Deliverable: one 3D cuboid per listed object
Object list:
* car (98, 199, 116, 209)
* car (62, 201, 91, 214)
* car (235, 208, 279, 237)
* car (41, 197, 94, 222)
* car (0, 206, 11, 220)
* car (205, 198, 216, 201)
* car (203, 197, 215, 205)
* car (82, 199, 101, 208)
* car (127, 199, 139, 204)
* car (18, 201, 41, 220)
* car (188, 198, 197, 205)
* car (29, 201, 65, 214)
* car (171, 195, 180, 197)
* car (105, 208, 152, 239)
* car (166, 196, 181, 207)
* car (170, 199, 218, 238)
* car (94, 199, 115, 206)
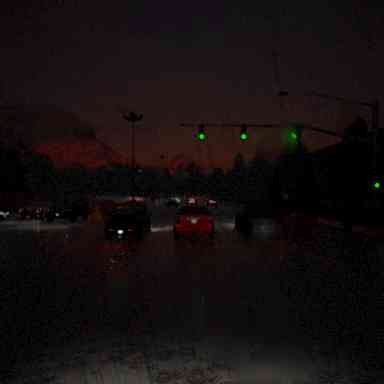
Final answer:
[{"bbox_3d":[-14.023,1.934,55.180,1.837,1.490,4.892,0,-1,0],"label":"car"},{"bbox_3d":[-14.073,1.843,40.821,1.812,1.442,4.674,0,0,0],"label":"car"},{"bbox_3d":[3.600,1.640,19.026,2.128,1.511,4.902,0,0,0],"label":"car"},{"bbox_3d":[-10.582,1.446,28.832,2.150,2.045,5.566,0,0,0],"label":"car"},{"bbox_3d":[-17.614,1.770,28.595,2.033,1.411,5.357,0,0,-4],"label":"car"},{"bbox_3d":[3.501,1.949,58.905,2.128,1.511,4.902,0,0,0],"label":"car"},{"bbox_3d":[3.501,1.896,69.325,2.128,1.511,4.902,0,0,0],"label":"car"},{"bbox_3d":[-17.512,1.958,58.102,1.837,1.490,4.892,0,-1,0],"label":"car"},{"bbox_3d":[-10.510,2.000,58.252,2.033,1.411,5.357,0,0,0],"label":"car"},{"bbox_3d":[-14.080,1.592,30.810,2.097,1.767,4.553,0,0,0],"label":"car"},{"bbox_3d":[0.001,1.895,69.325,1.812,1.442,4.674,0,0,0],"label":"car"},{"bbox_3d":[-17.568,1.862,40.613,2.033,1.411,5.357,0,0,0],"label":"car"},{"bbox_3d":[-3.499,1.596,69.358,2.150,2.045,5.566,0,0,0],"label":"car"},{"bbox_3d":[-3.399,1.647,18.197,1.837,1.490,4.892,0,0,0],"label":"car"},{"bbox_3d":[-3.499,1.986,59.321,1.812,1.442,4.674,0,0,0],"label":"car"},{"bbox_3d":[0.101,1.498,18.753,2.097,1.767,4.553,0,0,0],"label":"car"},{"bbox_3d":[-10.577,1.656,39.112,2.097,1.767,4.553,0,0,0],"label":"car"}]
